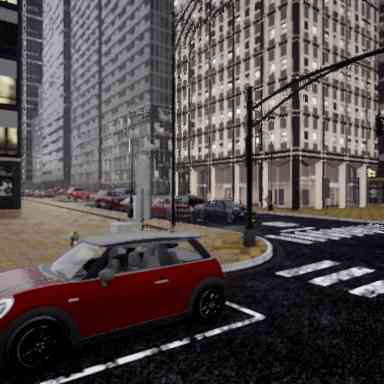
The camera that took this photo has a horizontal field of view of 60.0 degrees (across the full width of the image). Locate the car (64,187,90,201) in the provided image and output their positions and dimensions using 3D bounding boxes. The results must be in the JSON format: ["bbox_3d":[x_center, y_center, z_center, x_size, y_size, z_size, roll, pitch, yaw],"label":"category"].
[{"bbox_3d":[-17.469,0.283,51.136,2.150,2.045,5.566,0,1,-36],"label":"car"}]

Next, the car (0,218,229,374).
[{"bbox_3d":[-1.404,1.445,5.560,4.097,1.590,1.967,0,0,-35],"label":"car"}]

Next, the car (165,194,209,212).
[{"bbox_3d":[-0.599,1.048,32.912,1.837,1.490,4.892,0,1,-36],"label":"car"}]

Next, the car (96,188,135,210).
[{"bbox_3d":[-8.082,0.760,33.453,2.192,1.841,5.009,1,0,-36],"label":"car"}]

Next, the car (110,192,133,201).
[{"bbox_3d":[-11.058,0.696,51.984,1.947,1.339,4.313,1,0,-36],"label":"car"}]

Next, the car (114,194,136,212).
[{"bbox_3d":[-4.843,1.134,28.923,1.802,1.307,4.206,1,0,-36],"label":"car"}]

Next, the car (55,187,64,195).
[{"bbox_3d":[-30.547,0.032,79.179,1.887,1.381,4.507,1,0,-36],"label":"car"}]

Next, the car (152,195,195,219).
[{"bbox_3d":[-1.591,1.100,24.391,1.967,1.590,4.097,1,0,-36],"label":"car"}]

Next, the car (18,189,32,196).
[{"bbox_3d":[-37.312,0.047,74.231,1.947,1.339,4.313,1,0,-36],"label":"car"}]

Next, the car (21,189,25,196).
[{"bbox_3d":[-34.064,0.139,69.700,2.008,1.369,4.403,1,0,-36],"label":"car"}]

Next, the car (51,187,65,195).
[{"bbox_3d":[-33.789,-0.305,83.711,2.192,1.841,5.009,1,0,-36],"label":"car"}]

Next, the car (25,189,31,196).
[{"bbox_3d":[-30.817,0.239,65.169,1.887,1.381,4.507,1,0,-36],"label":"car"}]

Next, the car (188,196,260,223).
[{"bbox_3d":[2.271,1.268,23.419,2.033,1.411,5.357,0,1,-36],"label":"car"}]

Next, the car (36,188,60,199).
[{"bbox_3d":[-24.323,0.454,56.107,1.887,1.381,4.507,1,0,-36],"label":"car"}]

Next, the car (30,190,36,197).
[{"bbox_3d":[-27.570,0.353,60.638,2.008,1.369,4.403,1,0,-36],"label":"car"}]

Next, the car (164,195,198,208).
[{"bbox_3d":[-1.314,1.034,38.385,1.802,1.307,4.206,1,0,-36],"label":"car"}]
